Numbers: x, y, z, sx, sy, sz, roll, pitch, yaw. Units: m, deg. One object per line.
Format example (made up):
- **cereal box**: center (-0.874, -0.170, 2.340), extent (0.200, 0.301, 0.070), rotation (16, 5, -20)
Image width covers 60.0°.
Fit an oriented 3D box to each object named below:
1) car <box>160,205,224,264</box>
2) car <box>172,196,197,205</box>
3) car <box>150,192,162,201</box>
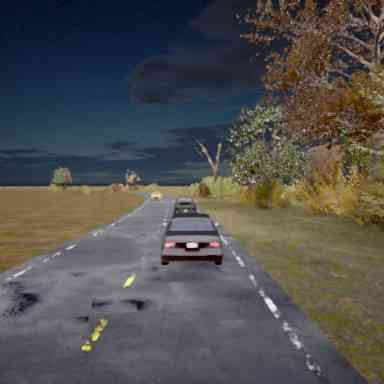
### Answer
- **car**: center (-0.027, 1.406, 11.174), extent (2.033, 1.411, 5.357), rotation (0, 1, -1)
- **car**: center (-0.624, 1.148, 28.359), extent (1.837, 1.490, 4.892), rotation (0, 1, -3)
- **car**: center (-6.332, 0.728, 59.277), extent (1.882, 1.535, 5.008), rotation (0, 1, -6)
